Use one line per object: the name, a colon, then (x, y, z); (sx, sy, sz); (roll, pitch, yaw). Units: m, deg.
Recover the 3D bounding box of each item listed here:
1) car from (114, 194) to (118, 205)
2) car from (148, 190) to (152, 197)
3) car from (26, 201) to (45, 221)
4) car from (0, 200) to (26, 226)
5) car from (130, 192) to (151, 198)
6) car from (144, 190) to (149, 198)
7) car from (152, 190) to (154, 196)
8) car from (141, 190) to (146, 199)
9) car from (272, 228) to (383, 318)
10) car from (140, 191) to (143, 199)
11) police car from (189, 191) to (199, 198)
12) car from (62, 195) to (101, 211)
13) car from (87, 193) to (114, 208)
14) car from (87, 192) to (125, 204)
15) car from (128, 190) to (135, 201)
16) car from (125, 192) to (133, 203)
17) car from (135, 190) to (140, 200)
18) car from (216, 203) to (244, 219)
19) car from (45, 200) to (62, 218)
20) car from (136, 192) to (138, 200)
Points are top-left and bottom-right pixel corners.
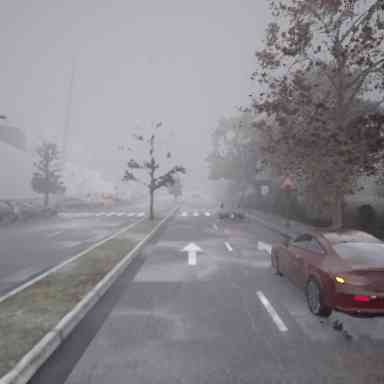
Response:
car: (-13.850, 1.402, 49.031); (4.674, 1.452, 2.002); (-1, 0, -20)
car: (-13.809, 0.607, 85.068); (5.566, 2.045, 2.435); (-1, 1, -20)
car: (-13.852, 1.479, 25.010); (4.674, 1.452, 2.002); (-1, 0, -20)
car: (-13.830, 1.322, 22.037); (4.553, 1.767, 2.185); (-1, 0, -20)
car: (-14.000, 0.755, 90.990); (5.366, 1.575, 1.946); (-1, 1, -20)
car: (-13.805, 0.941, 82.070); (4.792, 1.488, 2.163); (-1, 1, -20)
car: (-13.654, 0.798, 88.124); (5.366, 1.575, 1.946); (-1, 1, -20)
car: (-13.827, 1.026, 76.054); (5.008, 1.535, 2.097); (-1, 1, -20)
car: (3.099, 1.521, 7.306); (1.812, 1.442, 4.674); (0, 0, 0)
car: (-13.838, 1.120, 73.055); (4.674, 1.452, 2.002); (-1, 1, -20)
police car: (0.884, 0.760, 86.887); (1.930, 1.638, 5.238); (0, 1, 0)
car: (-13.824, 1.426, 40.034); (4.792, 1.488, 2.163); (-1, 0, -20)
car: (-14.019, 1.376, 45.958); (5.366, 1.575, 1.946); (-1, 1, -20)
car: (-13.822, 1.095, 52.049); (5.566, 2.045, 2.435); (-1, 0, -20)
car: (-13.869, 1.009, 61.029); (5.566, 2.045, 2.435); (-1, 1, -20)
car: (-13.670, 1.287, 58.104); (5.366, 1.575, 1.946); (-1, 0, -20)
car: (-13.868, 1.006, 70.042); (4.553, 1.767, 2.185); (-1, 1, -20)
car: (3.095, 1.545, 27.791); (1.895, 1.301, 4.718); (0, 0, 0)
car: (-13.829, 1.460, 28.028); (4.792, 1.488, 2.163); (-1, 0, -20)
car: (-13.840, 1.222, 67.056); (4.674, 1.452, 2.002); (-1, 1, -20)
